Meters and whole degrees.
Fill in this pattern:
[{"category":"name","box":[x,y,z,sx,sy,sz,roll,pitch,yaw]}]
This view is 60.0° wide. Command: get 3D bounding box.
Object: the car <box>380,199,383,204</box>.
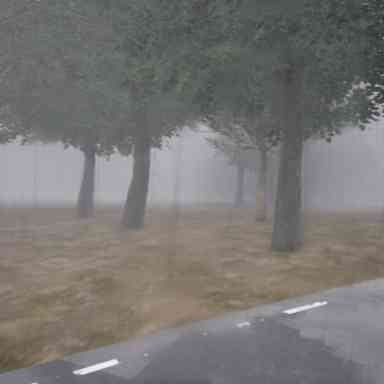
[{"category":"car","box":[45.621,2.229,76.393,2.033,1.411,5.357,1,-1,18]}]
